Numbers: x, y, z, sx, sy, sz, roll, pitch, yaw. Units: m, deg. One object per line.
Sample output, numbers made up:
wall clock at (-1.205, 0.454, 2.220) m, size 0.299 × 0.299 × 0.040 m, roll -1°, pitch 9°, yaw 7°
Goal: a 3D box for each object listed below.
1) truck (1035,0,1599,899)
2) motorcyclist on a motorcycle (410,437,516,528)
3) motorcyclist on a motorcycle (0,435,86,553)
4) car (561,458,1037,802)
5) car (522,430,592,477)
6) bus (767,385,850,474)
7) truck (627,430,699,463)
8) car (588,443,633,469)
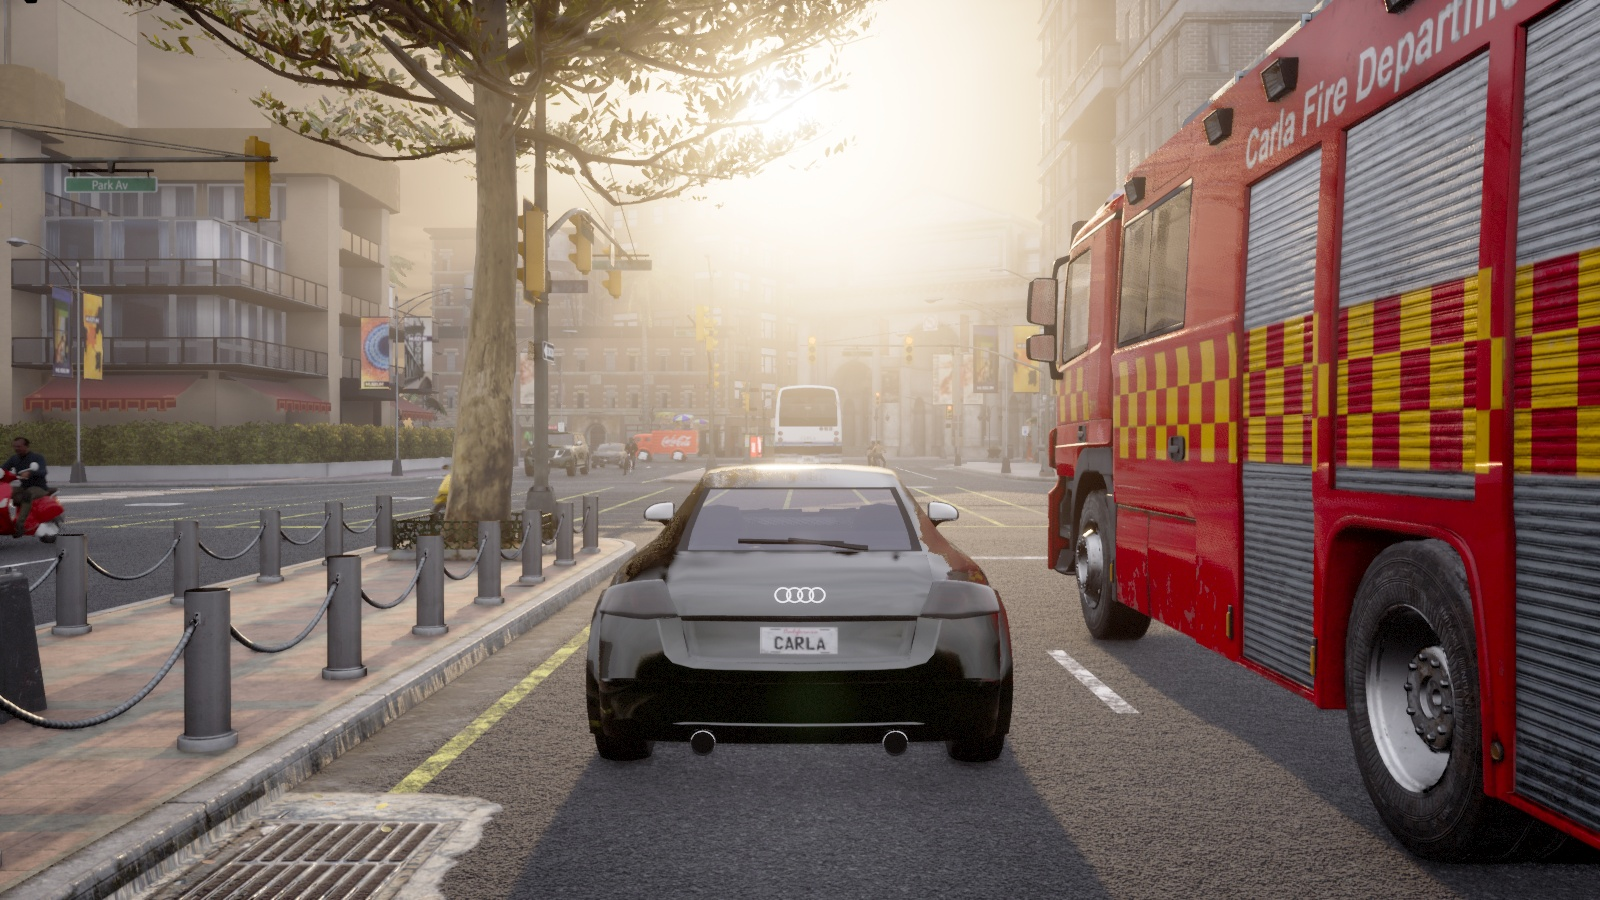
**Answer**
truck at (3.562, -0.456, 7.201) m, size 2.891 × 3.827 × 8.468 m, roll 0°, pitch 0°, yaw 0°
motorcyclist on a motorcycle at (-6.170, 0.565, 23.099) m, size 0.866 × 1.590 × 1.817 m, roll 1°, pitch 1°, yaw 28°
motorcyclist on a motorcycle at (-11.199, 0.590, 17.940) m, size 0.866 × 1.590 × 1.817 m, roll 0°, pitch 0°, yaw 4°
car at (0.005, 0.769, 7.352) m, size 1.994 × 1.385 × 4.181 m, roll 0°, pitch 0°, yaw 0°
car at (-11.115, 0.130, 57.873) m, size 2.150 × 2.045 × 5.566 m, roll 0°, pitch 0°, yaw 0°
bus at (0.433, -0.997, 65.120) m, size 3.944 × 4.253 × 10.273 m, roll 0°, pitch 0°, yaw 0°
truck at (-10.456, -0.291, 96.022) m, size 5.204 × 2.467 × 2.627 m, roll 0°, pitch 0°, yaw 1°
car at (-11.023, 0.328, 73.410) m, size 1.837 × 1.490 × 4.892 m, roll 0°, pitch 0°, yaw 0°
